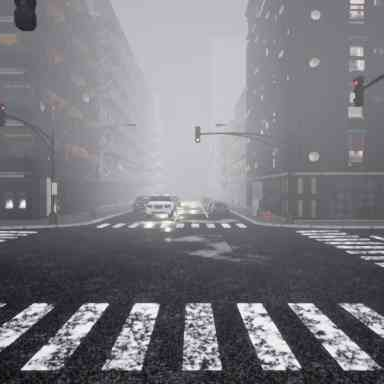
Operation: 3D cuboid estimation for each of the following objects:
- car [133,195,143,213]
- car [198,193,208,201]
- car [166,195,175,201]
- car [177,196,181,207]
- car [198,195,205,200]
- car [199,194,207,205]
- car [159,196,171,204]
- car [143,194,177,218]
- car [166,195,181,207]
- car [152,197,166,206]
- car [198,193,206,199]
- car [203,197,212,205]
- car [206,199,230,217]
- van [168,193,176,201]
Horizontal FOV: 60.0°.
[{"bbox_3d":[-5.271,1.303,36.947,2.192,1.841,5.009,-1,0,0],"label":"car"},{"bbox_3d":[2.678,1.280,81.189,2.192,1.841,5.009,-1,0,0],"label":"car"},{"bbox_3d":[-5.200,1.491,81.074,1.752,1.417,4.829,-1,0,0],"label":"car"},{"bbox_3d":[-2.786,1.478,40.286,2.128,1.511,4.902,0,0,0],"label":"car"},{"bbox_3d":[2.699,1.539,92.267,1.802,1.307,4.206,-1,0,0],"label":"car"},{"bbox_3d":[2.646,1.523,59.032,1.887,1.381,4.507,-1,0,0],"label":"car"},{"bbox_3d":[-5.225,1.557,64.633,1.802,1.307,4.206,-1,0,0],"label":"car"},{"bbox_3d":[-2.808,1.212,30.336,2.150,2.045,5.566,0,0,0],"label":"car"},{"bbox_3d":[-2.760,1.334,50.348,2.097,1.767,4.553,0,0,0],"label":"car"},{"bbox_3d":[-5.242,1.563,53.559,1.802,1.307,4.206,-1,0,0],"label":"car"},{"bbox_3d":[2.673,1.551,75.650,1.802,1.307,4.206,-1,0,0],"label":"car"},{"bbox_3d":[2.612,1.539,36.875,2.008,1.369,4.403,-1,0,0],"label":"car"},{"bbox_3d":[2.604,1.572,31.336,1.802,1.307,4.206,-1,0,0],"label":"car"},{"bbox_3d":[-5.193,1.302,86.782,1.690,1.788,3.998,-1,0,0],"label":"van"}]
